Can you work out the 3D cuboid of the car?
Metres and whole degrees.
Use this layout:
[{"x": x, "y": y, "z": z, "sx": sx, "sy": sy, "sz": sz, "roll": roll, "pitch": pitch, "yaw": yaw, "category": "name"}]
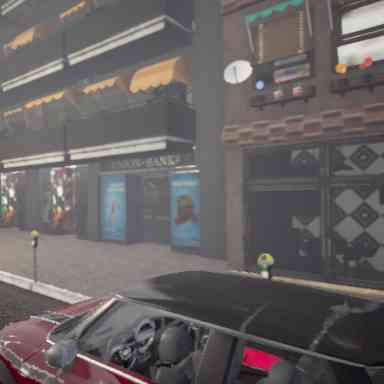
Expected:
[{"x": -0.110, "y": 1.431, "z": 2.833, "sx": 4.097, "sy": 1.590, "sz": 1.967, "roll": 0, "pitch": -1, "yaw": 36, "category": "car"}]
